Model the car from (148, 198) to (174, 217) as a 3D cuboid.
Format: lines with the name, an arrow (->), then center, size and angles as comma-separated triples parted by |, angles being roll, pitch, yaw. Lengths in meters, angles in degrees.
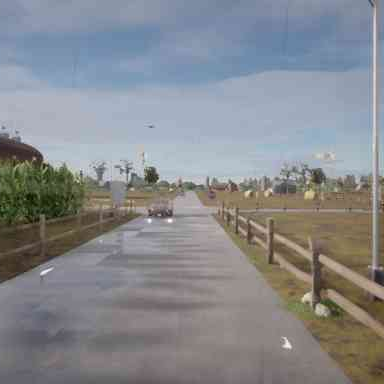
car -> -2.788, 1.360, 30.679 | 2.097, 1.767, 4.553 | 0, 0, 0
